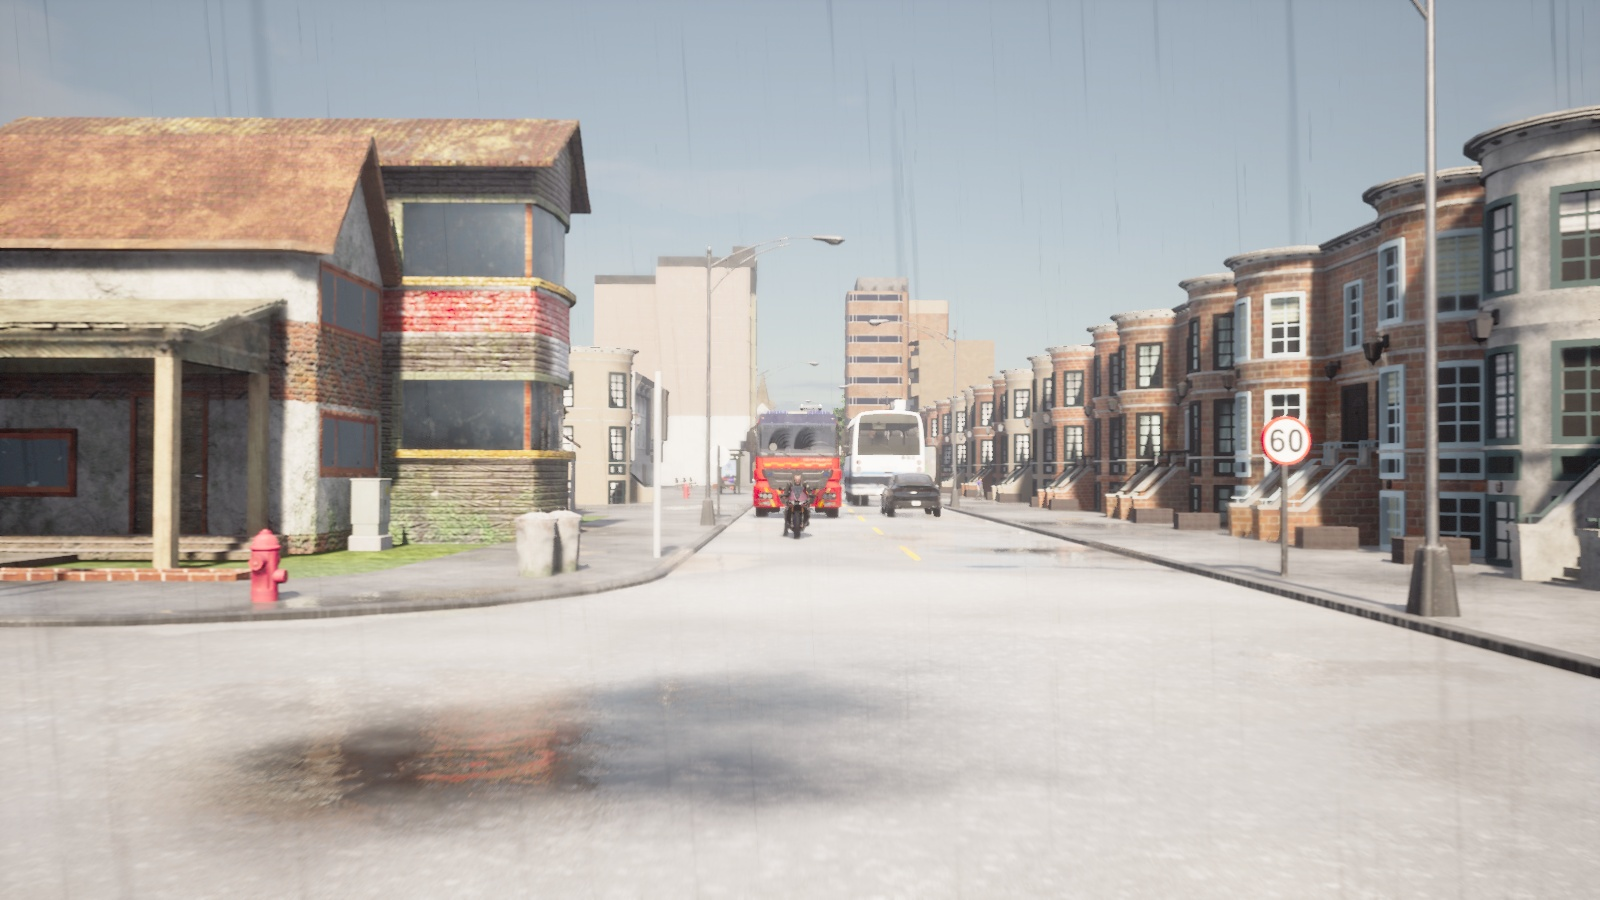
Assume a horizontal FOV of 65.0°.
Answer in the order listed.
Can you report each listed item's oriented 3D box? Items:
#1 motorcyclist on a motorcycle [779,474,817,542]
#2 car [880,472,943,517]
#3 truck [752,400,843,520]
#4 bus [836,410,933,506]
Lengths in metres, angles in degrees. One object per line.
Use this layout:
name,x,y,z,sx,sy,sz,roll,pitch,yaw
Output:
motorcyclist on a motorcycle,-0.050,1.346,29.656,0.866,1.530,2.191,0,-1,0
car,3.927,1.556,44.923,1.837,1.490,4.892,0,-1,0
truck,-0.078,0.393,44.371,2.891,3.827,8.468,0,-1,0
bus,3.900,0.439,60.746,3.944,4.253,10.273,0,-1,0
